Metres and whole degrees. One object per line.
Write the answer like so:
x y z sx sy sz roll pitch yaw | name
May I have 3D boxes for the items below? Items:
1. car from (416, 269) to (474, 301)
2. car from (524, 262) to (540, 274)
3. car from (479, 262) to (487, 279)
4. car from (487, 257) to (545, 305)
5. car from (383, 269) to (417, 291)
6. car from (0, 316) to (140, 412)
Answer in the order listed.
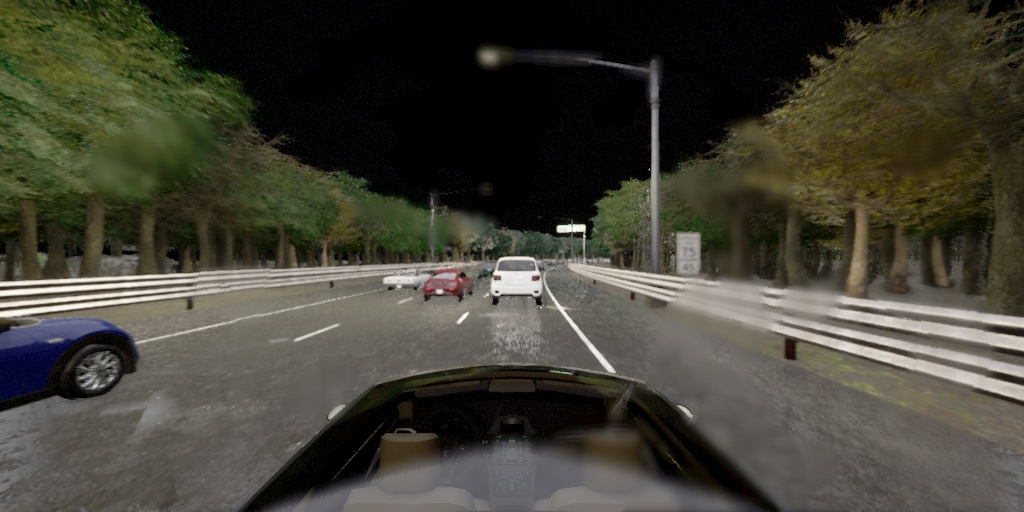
-3.058 1.378 17.846 1.812 1.442 4.674 0 0 2 | car
2.735 1.600 48.659 1.812 1.442 4.674 0 0 7 | car
-1.959 1.328 35.730 2.097 1.767 4.553 0 0 5 | car
0.284 1.076 17.063 2.150 2.045 5.566 0 0 2 | car
-6.355 1.479 22.746 1.895 1.301 4.718 0 0 3 | car
-6.865 1.099 3.677 2.097 1.767 4.553 0 0 0 | car
